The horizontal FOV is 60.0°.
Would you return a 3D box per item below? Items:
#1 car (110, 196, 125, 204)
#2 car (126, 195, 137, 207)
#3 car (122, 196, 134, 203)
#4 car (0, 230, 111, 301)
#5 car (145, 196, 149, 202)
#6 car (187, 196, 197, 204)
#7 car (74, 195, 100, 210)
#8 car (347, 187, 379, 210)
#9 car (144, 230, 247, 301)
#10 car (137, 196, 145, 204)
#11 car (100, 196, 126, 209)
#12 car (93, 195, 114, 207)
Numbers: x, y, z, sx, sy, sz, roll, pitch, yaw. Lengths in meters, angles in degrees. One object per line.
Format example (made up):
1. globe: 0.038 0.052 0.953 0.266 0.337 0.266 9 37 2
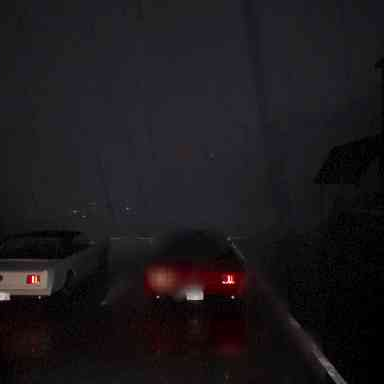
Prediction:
1. car: -14.092 1.564 63.081 1.994 1.385 4.181 0 0 0
2. car: -10.626 1.352 52.650 2.097 1.767 4.553 0 0 0
3. car: -14.048 1.519 73.004 1.812 1.442 4.674 0 0 0
4. car: -3.428 1.601 8.241 1.895 1.301 4.718 0 0 0
5. car: -10.548 1.536 72.973 2.033 1.411 5.357 0 0 0
6. car: 0.056 1.477 64.505 1.882 1.535 5.008 0 0 0
7. car: -14.128 1.491 44.147 2.128 1.511 4.902 0 0 0
8. car: 14.366 0.769 28.462 4.553 1.767 2.097 -15 0 -1
9. car: 0.072 1.601 8.261 1.895 1.301 4.718 0 0 0
10. car: -10.589 1.564 62.580 1.994 1.385 4.181 0 0 1
11. car: -10.625 1.526 44.926 1.812 1.442 4.674 0 0 0
12. car: -14.122 1.352 53.200 2.097 1.767 4.553 0 0 1
